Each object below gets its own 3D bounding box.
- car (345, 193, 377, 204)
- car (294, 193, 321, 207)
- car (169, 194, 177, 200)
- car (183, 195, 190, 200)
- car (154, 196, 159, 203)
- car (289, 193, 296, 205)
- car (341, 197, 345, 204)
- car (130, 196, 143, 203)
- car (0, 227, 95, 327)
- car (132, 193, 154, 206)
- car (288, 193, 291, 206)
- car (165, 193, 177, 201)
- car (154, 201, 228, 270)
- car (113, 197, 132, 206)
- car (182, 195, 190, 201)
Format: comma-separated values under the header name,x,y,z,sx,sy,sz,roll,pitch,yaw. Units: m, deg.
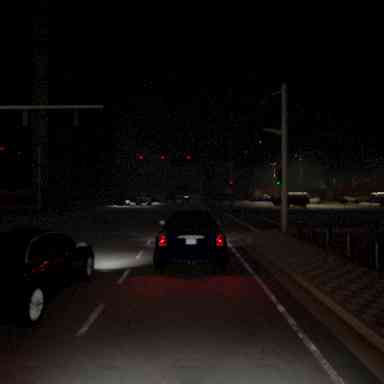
name,x,y,z,sx,sy,sz,roll,pitch,yaw
car,35.644,1.205,70.173,4.605,1.855,1.932,0,0,0
car,20.708,1.448,58.943,3.806,1.475,1.970,0,0,0
car,-4.955,1.360,85.658,1.837,1.490,4.892,0,0,-1
car,-1.455,1.384,85.706,1.812,1.442,4.674,0,0,-1
car,-8.256,1.593,71.154,1.895,1.301,4.718,0,0,-1
car,20.689,1.416,61.838,3.905,1.438,1.784,0,0,0
car,35.689,1.415,73.070,3.905,1.438,1.784,0,0,0
car,-11.750,1.593,70.718,1.895,1.301,4.718,0,0,-1
car,-3.508,1.505,7.001,1.837,1.490,4.892,0,0,0
car,-8.094,1.221,55.683,2.150,2.045,5.566,0,0,0
car,20.621,1.206,64.521,4.605,1.855,1.932,0,0,0
car,-4.812,1.213,75.267,2.150,2.045,5.566,0,0,-1
car,-0.053,1.354,11.173,2.097,1.767,4.553,0,0,-1
car,-11.587,1.546,55.222,2.033,1.411,5.357,0,0,0
car,-1.317,1.593,75.638,1.895,1.301,4.718,0,0,-1
